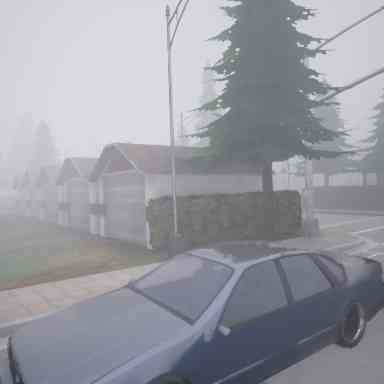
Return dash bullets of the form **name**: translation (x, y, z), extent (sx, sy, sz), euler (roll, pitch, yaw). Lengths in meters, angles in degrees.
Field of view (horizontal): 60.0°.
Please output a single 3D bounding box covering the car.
- **car**: translation (0.572, 1.442, 4.400), extent (5.357, 1.411, 2.033), euler (-3, 3, -36)
